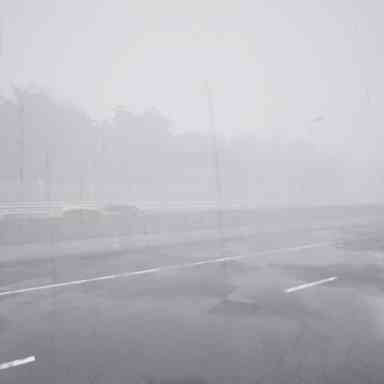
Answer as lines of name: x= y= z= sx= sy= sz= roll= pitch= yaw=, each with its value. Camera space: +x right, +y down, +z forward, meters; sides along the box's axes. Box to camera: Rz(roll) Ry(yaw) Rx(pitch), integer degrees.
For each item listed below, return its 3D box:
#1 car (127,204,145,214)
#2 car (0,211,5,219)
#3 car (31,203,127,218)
car: x=-5.358 y=1.512 z=21.638 sx=4.892 sy=1.490 sz=1.837 roll=1 pitch=0 yaw=-35
car: x=-13.971 y=1.539 z=19.850 sx=4.718 sy=1.301 sz=1.895 roll=-3 pitch=1 yaw=-36
car: x=-6.142 y=1.481 z=16.793 sx=5.008 sy=1.535 sz=1.882 roll=0 pitch=0 yaw=-35
